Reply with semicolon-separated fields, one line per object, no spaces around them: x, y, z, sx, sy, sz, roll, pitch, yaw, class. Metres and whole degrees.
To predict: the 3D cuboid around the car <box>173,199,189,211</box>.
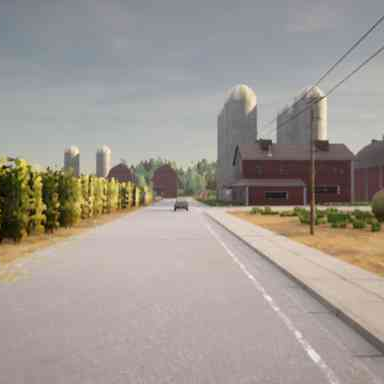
-1.441;1.725;44.223;2.128;1.511;4.902;0;0;-2;car
